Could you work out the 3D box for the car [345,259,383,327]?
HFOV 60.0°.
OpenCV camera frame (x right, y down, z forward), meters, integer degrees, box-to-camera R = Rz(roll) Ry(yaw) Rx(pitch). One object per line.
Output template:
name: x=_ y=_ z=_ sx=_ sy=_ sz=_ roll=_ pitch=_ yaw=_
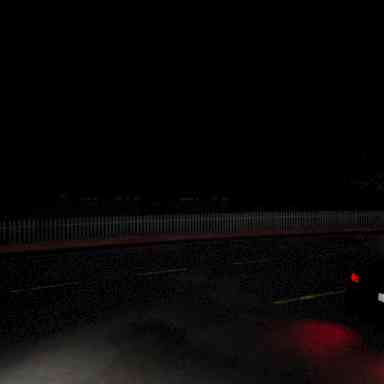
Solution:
car: x=4.746 y=1.564 z=5.745 sx=4.181 sy=1.385 sz=1.994 roll=0 pitch=0 yaw=-24
